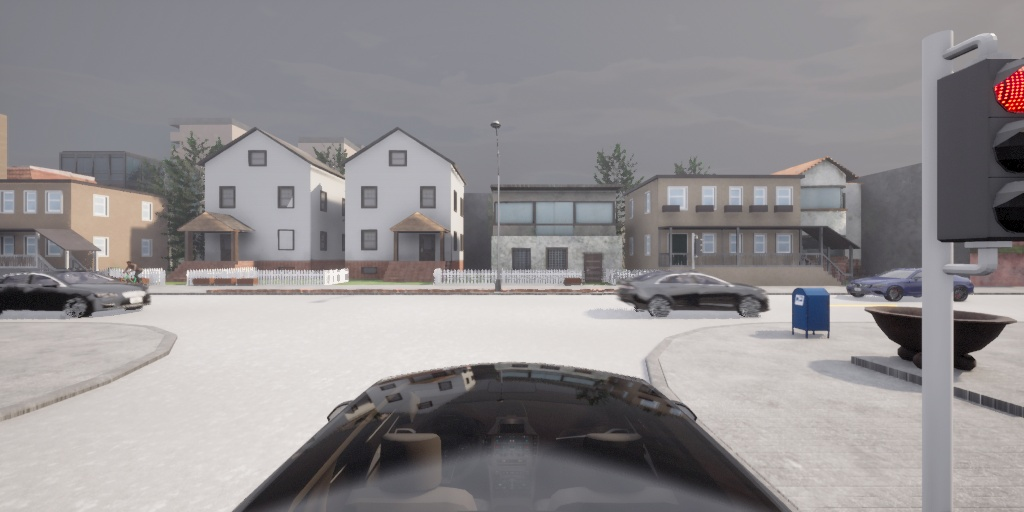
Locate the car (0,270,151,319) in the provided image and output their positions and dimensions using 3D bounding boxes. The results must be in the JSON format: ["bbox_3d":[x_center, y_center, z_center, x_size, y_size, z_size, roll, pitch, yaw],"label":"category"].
[{"bbox_3d":[-15.301,1.241,12.252,4.902,1.511,2.128,0,0,0],"label":"car"}]

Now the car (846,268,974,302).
[{"bbox_3d":[18.185,1.276,16.451,4.674,1.442,1.812,0,0,0],"label":"car"}]

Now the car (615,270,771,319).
[{"bbox_3d":[6.061,1.241,12.265,4.902,1.511,2.128,0,0,0],"label":"car"}]

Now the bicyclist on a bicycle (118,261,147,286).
[{"bbox_3d":[-21.875,1.099,20.647,0.582,1.620,1.656,0,0,0],"label":"bicyclist on a bicycle"}]
